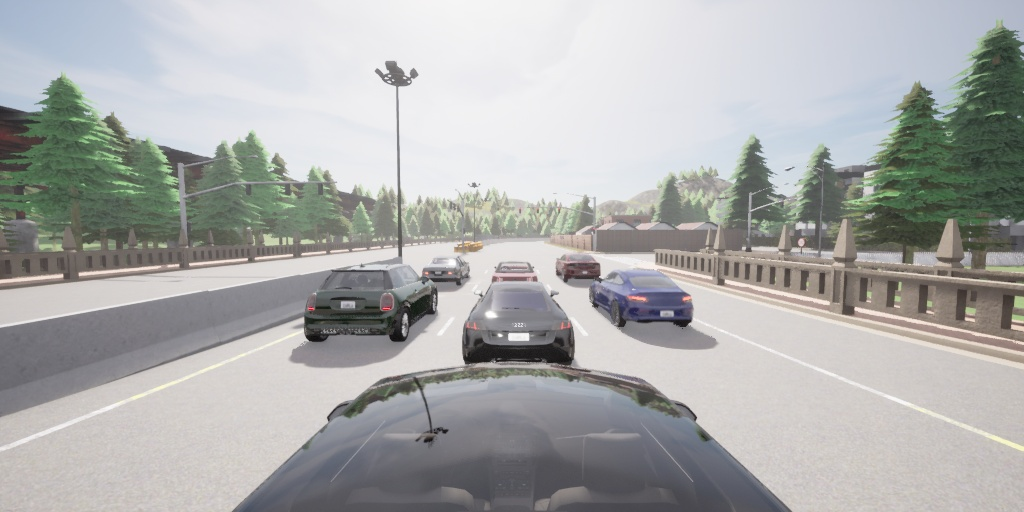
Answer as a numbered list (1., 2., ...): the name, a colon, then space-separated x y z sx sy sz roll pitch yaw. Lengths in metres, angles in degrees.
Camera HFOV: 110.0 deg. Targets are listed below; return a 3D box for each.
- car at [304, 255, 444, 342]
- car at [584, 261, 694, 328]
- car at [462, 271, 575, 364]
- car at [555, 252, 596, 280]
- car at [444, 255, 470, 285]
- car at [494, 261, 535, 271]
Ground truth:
1. car: -3.395 0.957 9.550 2.097 1.767 4.553 0 2 0
2. car: 3.605 1.089 10.612 1.812 1.442 4.674 0 2 0
3. car: 0.106 1.222 7.794 1.994 1.385 4.181 0 2 0
4. car: 3.613 0.529 20.244 1.882 1.535 5.008 0 3 0
5. car: -3.387 0.670 18.972 2.033 1.411 5.357 0 3 0
6. car: 0.111 0.860 16.555 1.895 1.301 4.718 0 3 0
